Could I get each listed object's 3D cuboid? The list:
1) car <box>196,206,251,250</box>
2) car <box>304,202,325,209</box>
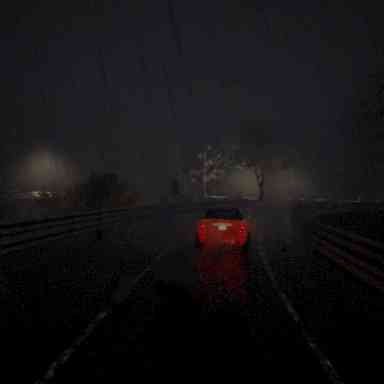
[{"bbox_3d":[1.534,1.407,14.945,2.097,1.767,4.553,1,0,10],"label":"car"},{"bbox_3d":[19.701,2.291,53.449,1.895,1.301,4.718,2,0,41],"label":"car"}]
